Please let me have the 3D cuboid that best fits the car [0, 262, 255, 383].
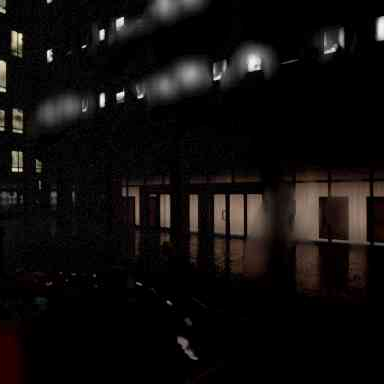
[{"bbox_3d":[-1.497,1.545,3.965,4.507,1.381,1.887,0,0,36],"label":"car"}]
